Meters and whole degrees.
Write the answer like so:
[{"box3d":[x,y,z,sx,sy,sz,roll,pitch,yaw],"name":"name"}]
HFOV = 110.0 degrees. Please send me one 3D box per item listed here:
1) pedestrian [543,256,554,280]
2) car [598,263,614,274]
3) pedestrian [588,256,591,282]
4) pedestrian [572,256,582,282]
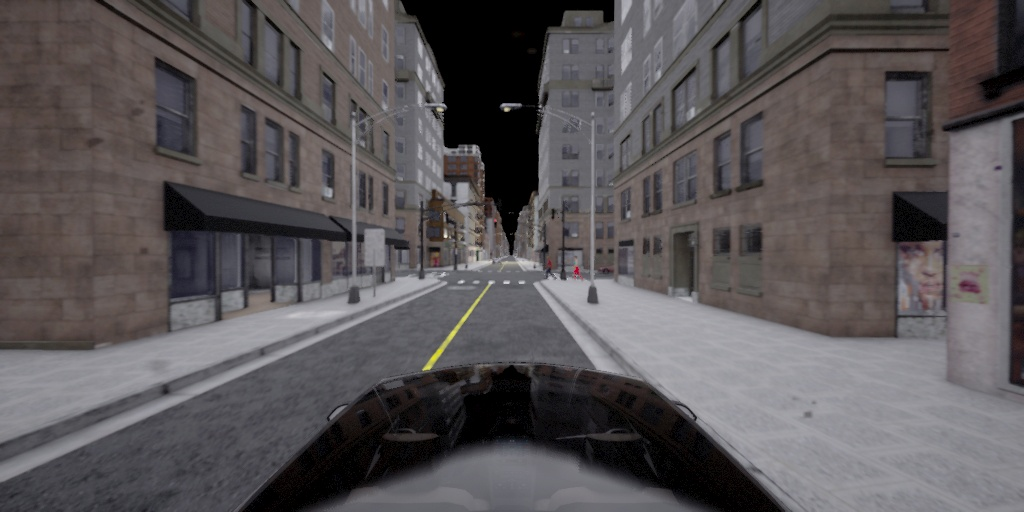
[{"box3d":[2.682,0.849,26.102,0.375,1.860,0.375,0,0,0],"name":"pedestrian"},{"box3d":[11.617,1.366,39.707,4.207,1.307,1.802,0,0,0],"name":"car"},{"box3d":[5.613,0.883,25.505,0.375,1.860,0.375,0,0,0],"name":"pedestrian"},{"box3d":[4.470,0.857,24.904,0.375,1.860,0.375,0,0,0],"name":"pedestrian"}]
